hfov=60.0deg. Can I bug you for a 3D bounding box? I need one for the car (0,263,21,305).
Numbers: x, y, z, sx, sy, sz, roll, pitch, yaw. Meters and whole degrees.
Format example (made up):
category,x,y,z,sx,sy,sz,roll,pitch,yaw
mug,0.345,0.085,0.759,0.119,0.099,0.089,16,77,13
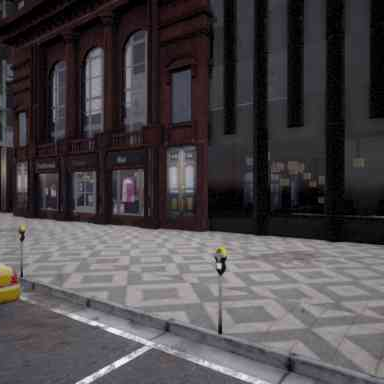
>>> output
category,x,y,z,sx,sy,sz,roll,pitch,yaw
car,-5.372,1.525,6.788,4.829,1.417,1.752,0,0,35
